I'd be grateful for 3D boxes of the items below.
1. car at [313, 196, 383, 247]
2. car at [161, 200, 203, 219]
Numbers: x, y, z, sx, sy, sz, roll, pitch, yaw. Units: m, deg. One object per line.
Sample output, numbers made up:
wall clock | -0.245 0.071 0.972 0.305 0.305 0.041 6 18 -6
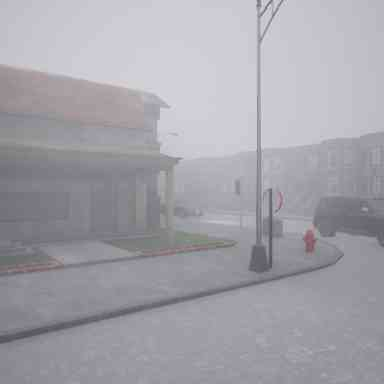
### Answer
car | 8.039 1.221 15.175 2.150 2.045 5.566 0 0 -21
car | -0.949 1.490 29.138 2.128 1.511 4.902 0 0 -35
